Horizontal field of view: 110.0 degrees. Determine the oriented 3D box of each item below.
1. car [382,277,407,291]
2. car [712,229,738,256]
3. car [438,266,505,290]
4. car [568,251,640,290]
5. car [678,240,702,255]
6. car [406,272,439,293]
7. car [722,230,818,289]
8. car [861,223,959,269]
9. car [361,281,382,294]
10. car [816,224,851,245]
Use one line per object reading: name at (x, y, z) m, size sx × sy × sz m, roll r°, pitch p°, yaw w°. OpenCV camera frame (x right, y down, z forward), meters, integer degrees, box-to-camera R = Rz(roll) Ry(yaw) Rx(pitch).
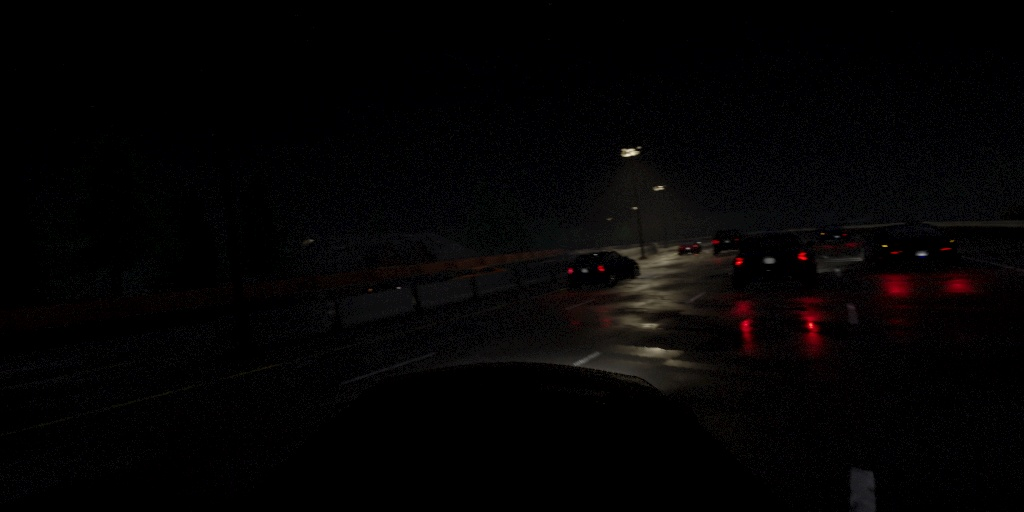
car at (-7.841, 2.294, 30.596) m, size 2.033 × 1.411 × 5.357 m, roll -7°, pitch 0°, yaw 39°
car at (18.450, -1.236, 30.596) m, size 2.150 × 2.045 × 5.566 m, roll -6°, pitch 0°, yaw 33°
car at (-2.548, 1.571, 26.137) m, size 1.882 × 1.535 × 5.008 m, roll -7°, pitch 0°, yaw 39°
car at (4.690, 0.548, 18.135) m, size 2.097 × 1.767 × 4.553 m, roll -7°, pitch 0°, yaw 40°
car at (18.769, -0.917, 37.904) m, size 1.994 × 1.385 × 4.181 m, roll -7°, pitch 0°, yaw 31°
car at (-5.320, 1.926, 28.243) m, size 2.128 × 1.511 × 4.902 m, roll -7°, pitch 0°, yaw 39°
car at (9.079, 0.003, 12.387) m, size 2.097 × 1.767 × 4.553 m, roll -7°, pitch 0°, yaw 40°
car at (14.075, -0.429, 12.916) m, size 1.812 × 1.442 × 4.674 m, roll -7°, pitch 0°, yaw 38°
car at (-10.821, 2.660, 32.450) m, size 2.033 × 1.411 × 5.357 m, roll -7°, pitch 0°, yaw 39°
car at (25.379, -1.778, 28.671) m, size 1.812 × 1.442 × 4.674 m, roll -7°, pitch 0°, yaw 32°
